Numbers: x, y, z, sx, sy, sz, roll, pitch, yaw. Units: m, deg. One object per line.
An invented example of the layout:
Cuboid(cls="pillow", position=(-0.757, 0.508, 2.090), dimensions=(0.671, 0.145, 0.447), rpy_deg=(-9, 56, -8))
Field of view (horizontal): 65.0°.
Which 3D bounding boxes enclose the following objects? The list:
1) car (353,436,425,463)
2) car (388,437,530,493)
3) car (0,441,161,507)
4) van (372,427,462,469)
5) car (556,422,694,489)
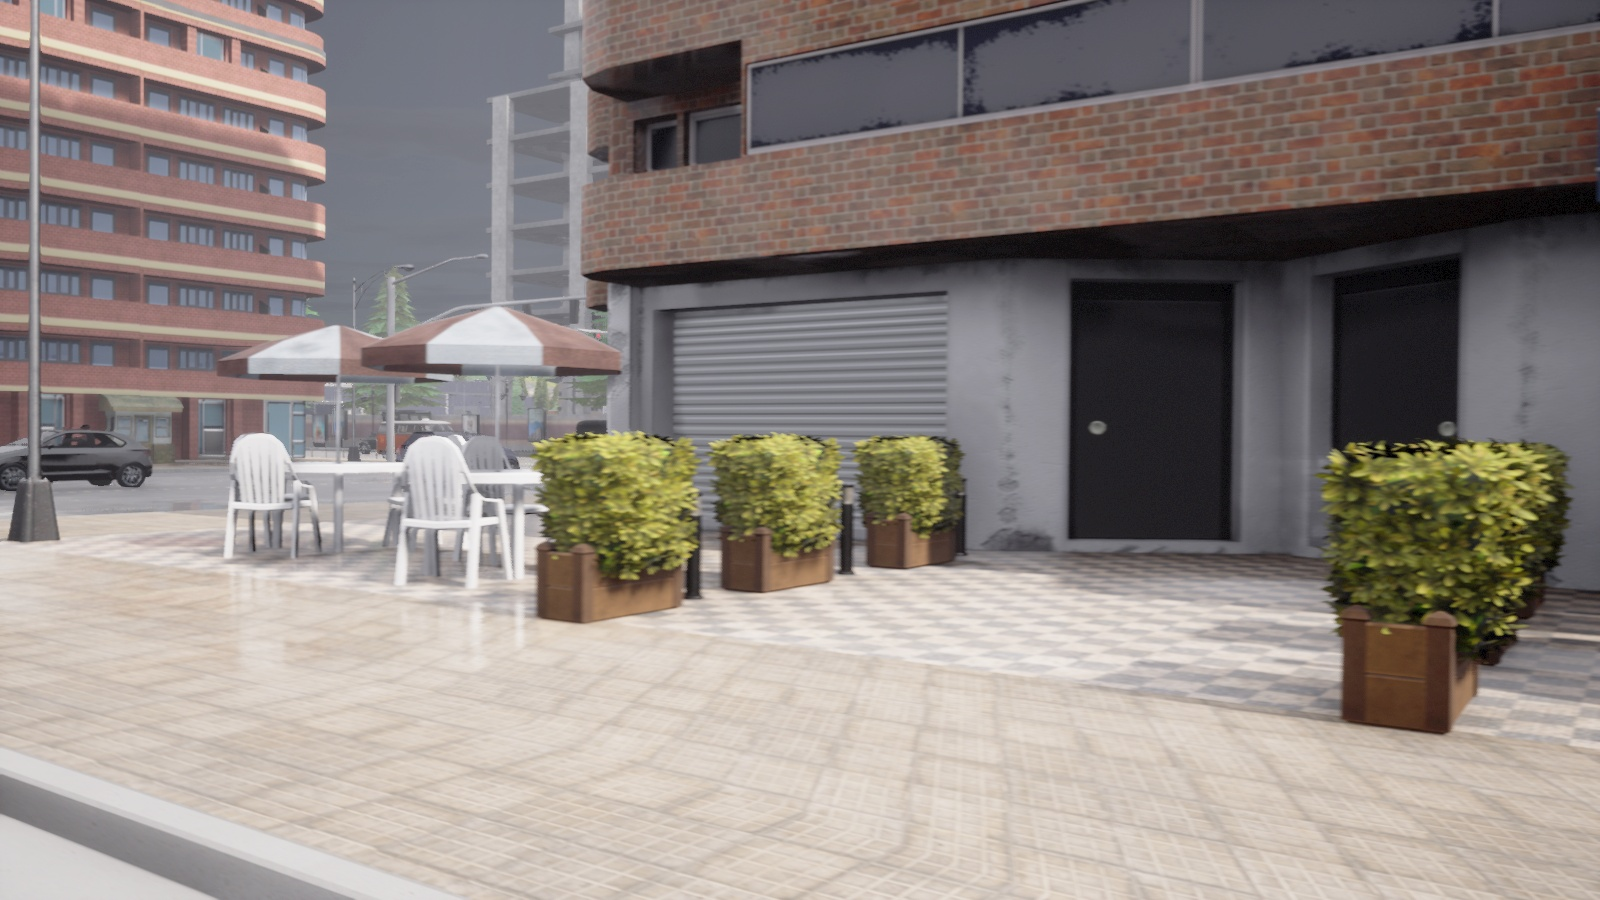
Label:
Cuboid(cls="car", position=(-24.449, -0.015, 74.710), dimensions=(3.705, 1.549, 1.789), rpy_deg=(0, 1, 20))
Cuboid(cls="car", position=(-9.846, 0.401, 36.504), dimensions=(1.845, 1.501, 3.633), rpy_deg=(0, 1, 35))
Cuboid(cls="car", position=(-18.166, 0.552, 30.646), dimensions=(1.816, 1.474, 4.193), rpy_deg=(0, 1, 35))
Cuboid(cls="van", position=(-18.672, -0.111, 61.192), dimensions=(4.442, 1.987, 1.775), rpy_deg=(0, 1, 34))
Cuboid(cls="car", position=(-5.128, 0.132, 37.165), dimensions=(1.905, 1.878, 3.866), rpy_deg=(0, 1, 35))
